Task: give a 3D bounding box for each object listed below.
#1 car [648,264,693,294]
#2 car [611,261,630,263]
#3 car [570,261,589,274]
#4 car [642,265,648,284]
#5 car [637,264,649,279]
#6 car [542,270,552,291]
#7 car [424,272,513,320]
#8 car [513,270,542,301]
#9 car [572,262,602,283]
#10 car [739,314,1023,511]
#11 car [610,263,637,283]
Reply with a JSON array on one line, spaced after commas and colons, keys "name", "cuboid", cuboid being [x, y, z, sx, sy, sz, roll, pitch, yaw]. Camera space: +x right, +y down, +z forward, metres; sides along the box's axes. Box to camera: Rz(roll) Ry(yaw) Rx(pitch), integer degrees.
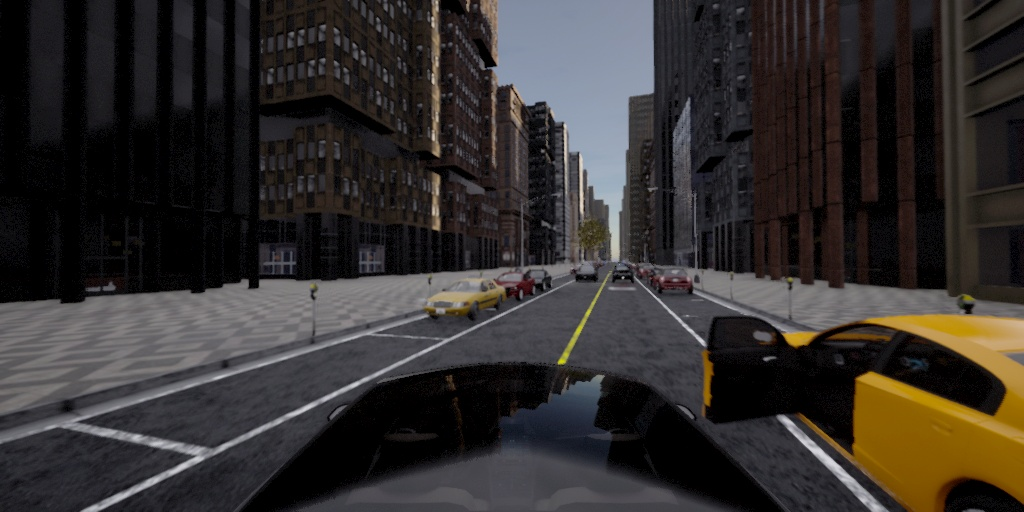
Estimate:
[{"name": "car", "cuboid": [9.841, 1.409, 22.229, 1.967, 1.591, 4.097, 0, 0, 16]}, {"name": "car", "cuboid": [13.025, 1.734, 42.914, 1.837, 1.490, 4.892, 0, 0, 17]}, {"name": "car", "cuboid": [9.577, 1.801, 51.860, 1.967, 1.591, 4.097, 0, 0, 16]}, {"name": "car", "cuboid": [11.426, 1.600, 27.681, 1.948, 1.339, 4.313, 0, 0, 16]}, {"name": "car", "cuboid": [14.595, 1.603, 38.584, 1.967, 1.591, 4.097, 0, 0, 16]}, {"name": "car", "cuboid": [1.654, 1.603, 24.604, 1.948, 1.339, 4.313, 0, 0, 16]}, {"name": "car", "cuboid": [-1.563, 1.436, 13.538, 1.751, 1.417, 4.829, 0, 0, 16]}, {"name": "car", "cuboid": [0.069, 1.519, 19.152, 1.888, 1.381, 4.507, 0, 0, 16]}, {"name": "car", "cuboid": [7.060, 1.609, 33.583, 1.882, 1.535, 5.008, 0, -1, 17]}, {"name": "car", "cuboid": [3.818, 1.226, 2.974, 1.882, 1.535, 5.008, -1, -1, 16]}, {"name": "car", "cuboid": [10.002, 1.608, 32.430, 1.837, 1.490, 4.892, 0, -1, 17]}]
